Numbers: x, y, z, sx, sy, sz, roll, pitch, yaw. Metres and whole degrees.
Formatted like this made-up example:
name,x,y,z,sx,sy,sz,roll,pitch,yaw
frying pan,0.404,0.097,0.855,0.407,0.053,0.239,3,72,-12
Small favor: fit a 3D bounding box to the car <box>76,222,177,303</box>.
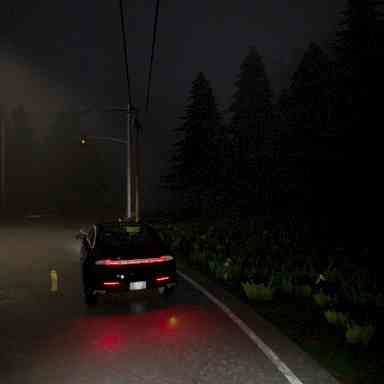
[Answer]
name,x,y,z,sx,sy,sz,roll,pitch,yaw
car,-1.789,1.492,8.351,2.128,1.511,4.902,0,0,-19
